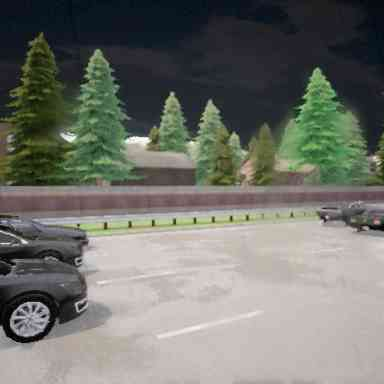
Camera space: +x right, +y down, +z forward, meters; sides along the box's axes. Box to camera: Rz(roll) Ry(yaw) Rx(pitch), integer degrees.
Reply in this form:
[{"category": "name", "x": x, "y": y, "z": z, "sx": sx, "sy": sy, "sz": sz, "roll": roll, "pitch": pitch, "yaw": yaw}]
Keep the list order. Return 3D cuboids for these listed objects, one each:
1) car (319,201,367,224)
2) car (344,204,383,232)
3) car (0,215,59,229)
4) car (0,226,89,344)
[{"category": "car", "x": 10.205, "y": 1.296, "z": 21.103, "sx": 4.902, "sy": 1.511, "sz": 2.128, "roll": -1, "pitch": 0, "yaw": -30}, {"category": "car", "x": 10.314, "y": 1.427, "z": 17.144, "sx": 4.718, "sy": 1.301, "sz": 1.895, "roll": -1, "pitch": 0, "yaw": -30}, {"category": "car", "x": -5.287, "y": 1.497, "z": 8.311, "sx": 4.892, "sy": 1.490, "sz": 1.837, "roll": -1, "pitch": 0, "yaw": -30}, {"category": "car", "x": -4.107, "y": 1.505, "z": 4.957, "sx": 4.892, "sy": 1.490, "sz": 1.837, "roll": 0, "pitch": 0, "yaw": -30}]
